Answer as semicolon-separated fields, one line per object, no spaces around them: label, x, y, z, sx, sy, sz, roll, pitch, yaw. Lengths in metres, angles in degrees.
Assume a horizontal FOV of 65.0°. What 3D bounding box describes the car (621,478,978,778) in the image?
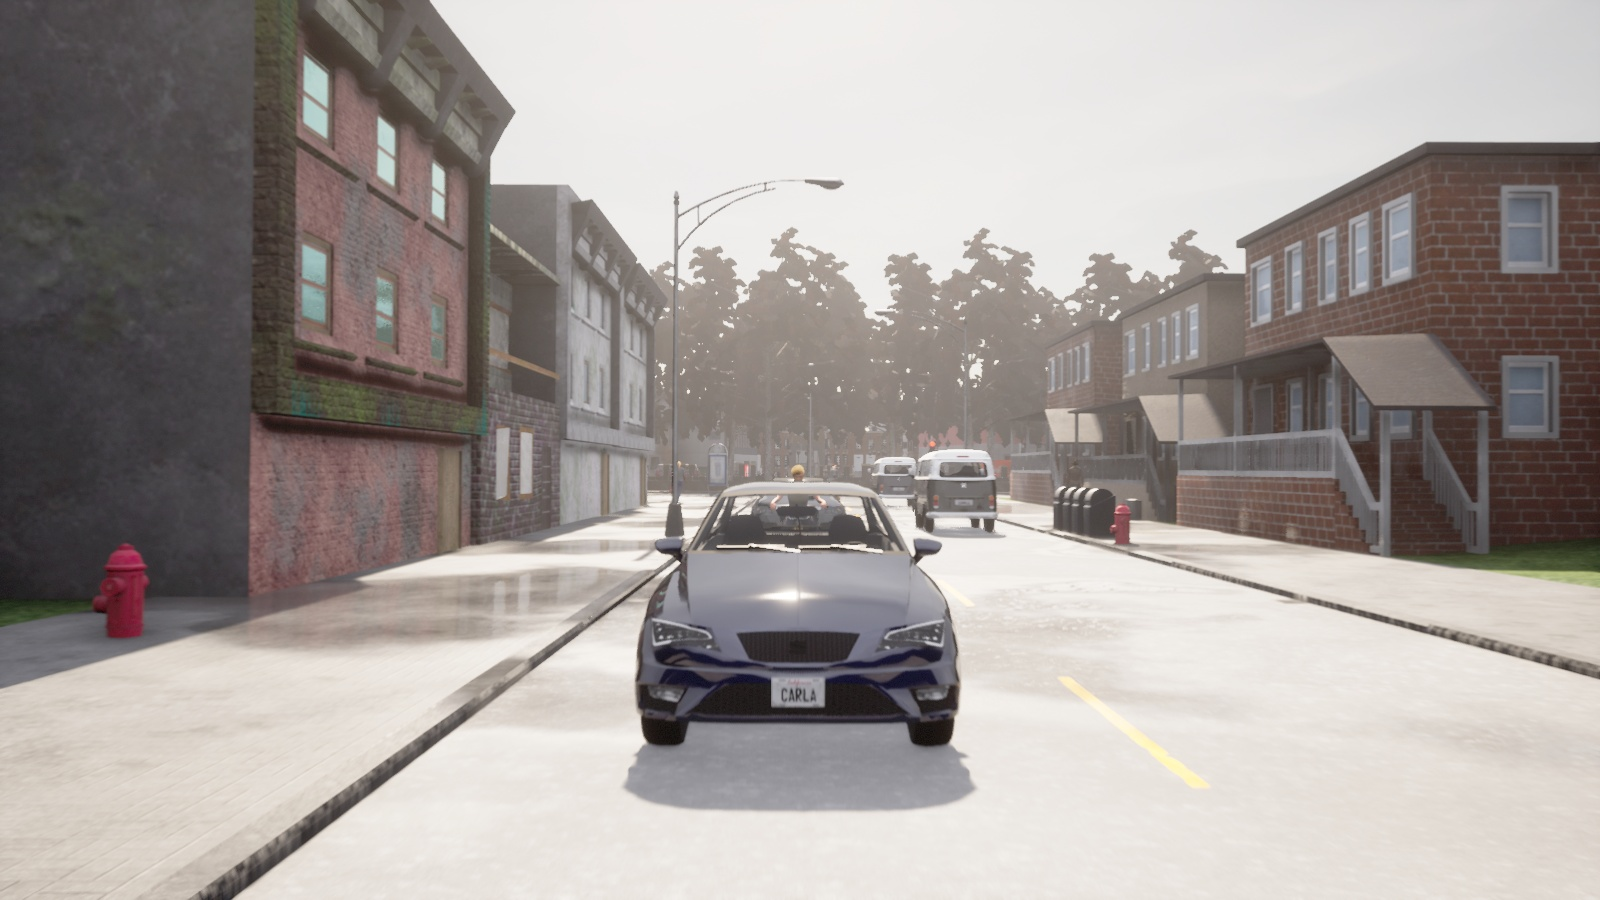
car;-0.007;0.952;8.501;1.816;1.474;4.193;0;-1;0

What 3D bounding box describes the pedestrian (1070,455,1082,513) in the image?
pedestrian;8.660;1.075;39.475;0.328;1.805;0.869;0;-1;10

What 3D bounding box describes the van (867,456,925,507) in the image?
van;3.942;1.301;52.381;2.069;2.038;4.480;0;-1;0

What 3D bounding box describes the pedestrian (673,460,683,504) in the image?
pedestrian;-5.071;1.319;52.119;0.354;1.836;0.706;0;-1;-1

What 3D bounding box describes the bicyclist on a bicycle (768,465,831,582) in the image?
bicyclist on a bicycle;-0.019;1.018;18.096;0.866;1.612;1.509;0;-1;-1

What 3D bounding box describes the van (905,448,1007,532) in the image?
van;3.964;1.006;32.642;2.069;2.038;4.480;0;-1;0
